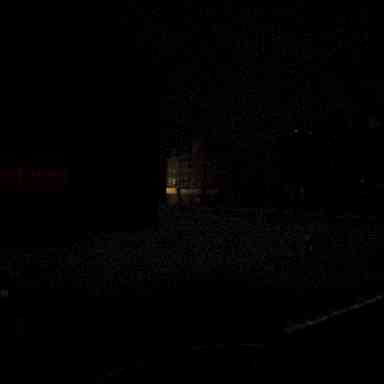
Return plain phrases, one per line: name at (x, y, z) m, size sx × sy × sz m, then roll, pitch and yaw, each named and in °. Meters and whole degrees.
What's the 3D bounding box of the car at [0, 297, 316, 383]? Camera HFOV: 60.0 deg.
car at (-0.987, 1.568, 2.099) m, size 4.313 × 1.339 × 1.947 m, roll 1°, pitch 0°, yaw -36°
